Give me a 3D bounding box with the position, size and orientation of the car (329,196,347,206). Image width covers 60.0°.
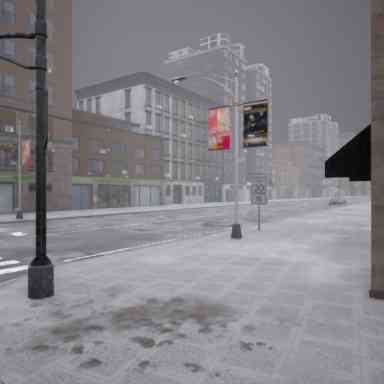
[{"bbox_3d":[22.607,1.375,51.462,2.033,1.411,5.357,0,0,34],"label":"car"}]
